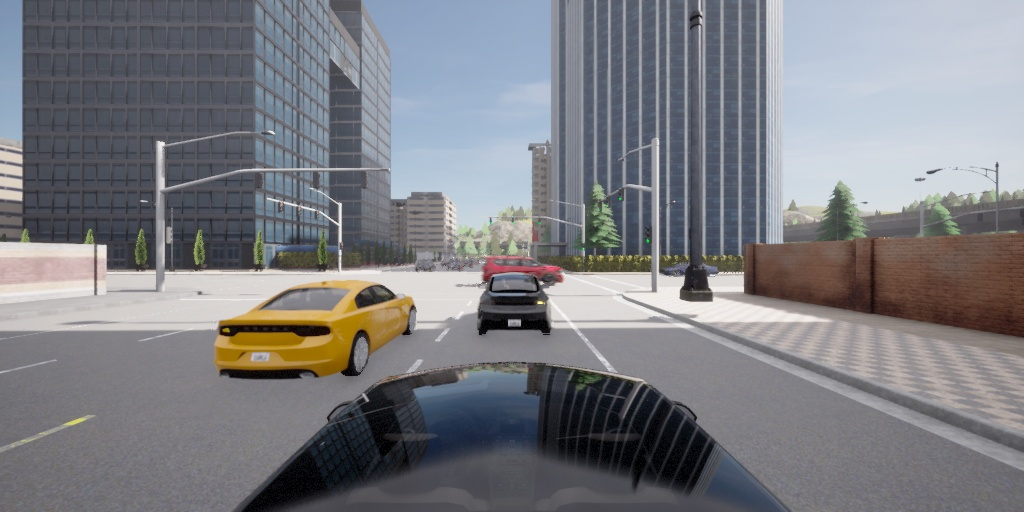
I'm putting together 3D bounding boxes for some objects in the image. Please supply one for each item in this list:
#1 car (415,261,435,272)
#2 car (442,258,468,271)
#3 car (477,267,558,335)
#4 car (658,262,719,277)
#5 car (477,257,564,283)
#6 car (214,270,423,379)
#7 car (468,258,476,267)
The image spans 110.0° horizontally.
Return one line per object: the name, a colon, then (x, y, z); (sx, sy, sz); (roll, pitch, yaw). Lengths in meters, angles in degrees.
car: (-11.370, 1.317, 47.113); (1.994, 1.385, 4.181); (0, 0, -1)
car: (-7.913, 1.246, 50.256); (2.128, 1.511, 4.902); (0, 0, 0)
car: (0.059, 1.257, 10.543); (1.837, 1.490, 4.892); (0, 0, 0)
car: (17.145, 1.301, 34.998); (5.357, 1.411, 2.033); (0, 0, -1)
car: (0.673, 1.064, 24.239); (5.566, 2.045, 2.150); (0, 0, -1)
car: (-3.442, 1.228, 7.406); (1.882, 1.535, 5.008); (0, 0, 0)
car: (-8.109, 1.321, 64.057); (1.994, 1.385, 4.181); (0, 0, 0)
